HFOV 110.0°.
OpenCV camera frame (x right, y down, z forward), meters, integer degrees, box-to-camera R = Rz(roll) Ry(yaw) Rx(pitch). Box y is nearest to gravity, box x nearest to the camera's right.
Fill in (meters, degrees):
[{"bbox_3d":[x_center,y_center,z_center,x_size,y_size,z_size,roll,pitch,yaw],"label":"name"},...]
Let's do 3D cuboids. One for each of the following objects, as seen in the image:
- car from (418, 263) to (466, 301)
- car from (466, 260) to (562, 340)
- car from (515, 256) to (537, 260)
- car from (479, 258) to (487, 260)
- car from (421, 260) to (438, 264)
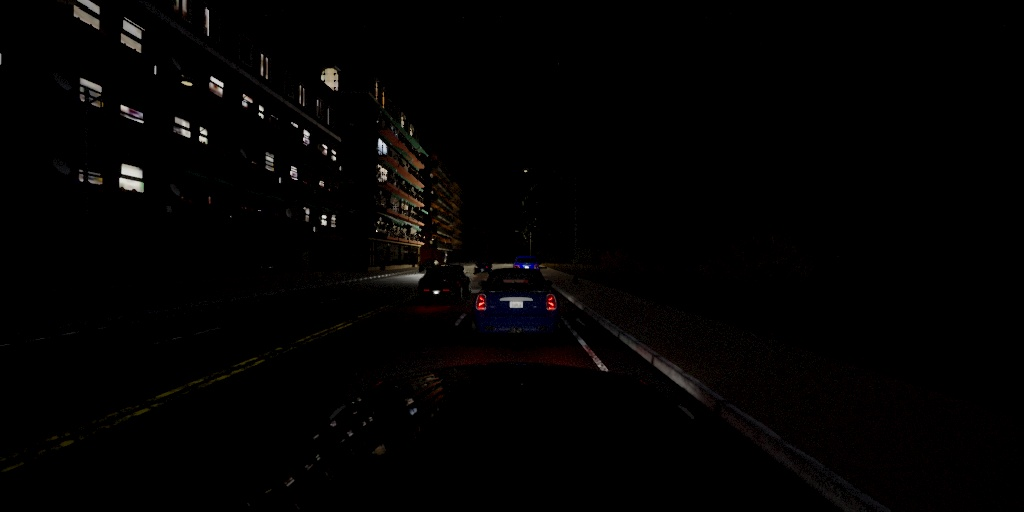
[{"bbox_3d":[-3.151,1.256,17.345,1.837,1.490,4.892,0,0,0],"label":"car"},{"bbox_3d":[0.098,1.103,10.112,2.097,1.767,4.553,0,0,0],"label":"car"},{"bbox_3d":[1.139,0.979,30.065,2.150,2.045,5.566,0,0,0],"label":"car"},{"bbox_3d":[-3.147,1.279,40.036,1.812,1.442,4.674,0,0,0],"label":"car"},{"bbox_3d":[-9.848,1.245,43.050,2.128,1.511,4.902,0,0,0],"label":"car"}]
